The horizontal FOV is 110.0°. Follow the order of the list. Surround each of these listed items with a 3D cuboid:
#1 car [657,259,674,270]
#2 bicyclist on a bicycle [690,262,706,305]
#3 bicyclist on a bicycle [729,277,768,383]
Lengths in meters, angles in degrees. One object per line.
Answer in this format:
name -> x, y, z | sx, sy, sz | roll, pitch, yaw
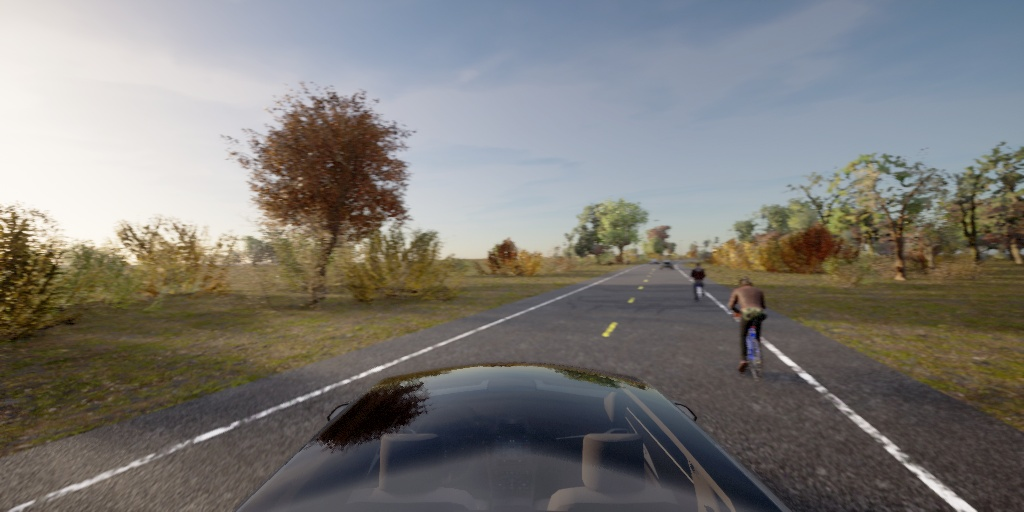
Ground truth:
car -> 23.806, 1.347, 55.232 | 1.837, 1.490, 4.892 | -1, 0, 23
bicyclist on a bicycle -> 7.766, 1.126, 14.974 | 0.659, 1.776, 1.843 | -1, 0, 23
bicyclist on a bicycle -> 4.015, 1.181, 6.077 | 0.582, 1.620, 1.656 | -1, -1, 23
